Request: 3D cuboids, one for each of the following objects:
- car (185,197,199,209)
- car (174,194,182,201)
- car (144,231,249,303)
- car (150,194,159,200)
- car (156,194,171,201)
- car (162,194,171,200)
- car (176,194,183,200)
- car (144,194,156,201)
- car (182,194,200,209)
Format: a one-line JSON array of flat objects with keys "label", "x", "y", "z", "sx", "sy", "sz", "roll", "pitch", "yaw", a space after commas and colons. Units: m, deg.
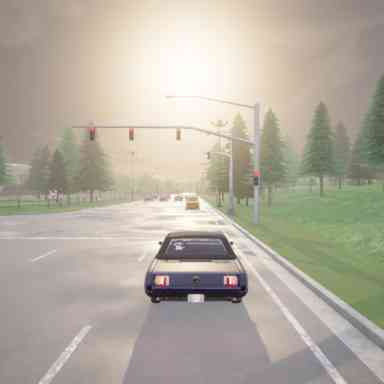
[{"label": "car", "x": 0.050, "y": 1.576, "z": 49.804, "sx": 2.033, "sy": 1.411, "sz": 5.357, "roll": -1, "pitch": 1, "yaw": 1}, {"label": "car", "x": -3.336, "y": 1.545, "z": 80.848, "sx": 1.994, "sy": 1.385, "sz": 4.181, "roll": 0, "pitch": 0, "yaw": 0}, {"label": "car", "x": 0.096, "y": 1.601, "z": 8.136, "sx": 1.895, "sy": 1.301, "sz": 4.718, "roll": 0, "pitch": 0, "yaw": 1}, {"label": "car", "x": -10.316, "y": 1.332, "z": 90.865, "sx": 1.837, "sy": 1.490, "sz": 4.892, "roll": 0, "pitch": 0, "yaw": 0}, {"label": "car", "x": -6.837, "y": 1.531, "z": 80.438, "sx": 2.033, "sy": 1.411, "sz": 5.357, "roll": 0, "pitch": 0, "yaw": 0}, {"label": "car", "x": -6.816, "y": 1.372, "z": 90.858, "sx": 2.033, "sy": 1.411, "sz": 5.357, "roll": 0, "pitch": 0, "yaw": 0}, {"label": "car", "x": -3.316, "y": 1.357, "z": 90.851, "sx": 1.812, "sy": 1.442, "sz": 4.674, "roll": 0, "pitch": 0, "yaw": 0}, {"label": "car", "x": -10.337, "y": 1.531, "z": 80.445, "sx": 2.033, "sy": 1.411, "sz": 5.357, "roll": 0, "pitch": 0, "yaw": 0}, {"label": "car", "x": -0.032, "y": 1.083, "z": 46.330, "sx": 1.882, "sy": 1.535, "sz": 5.008, "roll": -3, "pitch": 17, "yaw": -3}]
